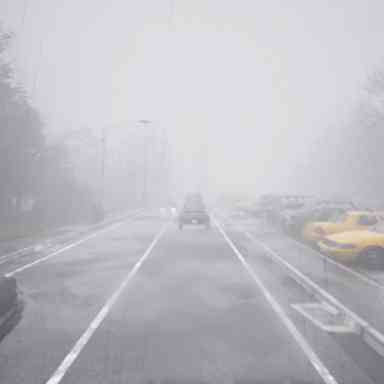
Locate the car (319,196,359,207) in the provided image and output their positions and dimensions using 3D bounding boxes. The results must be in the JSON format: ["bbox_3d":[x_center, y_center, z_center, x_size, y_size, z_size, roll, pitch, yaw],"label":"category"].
[{"bbox_3d":[20.252,1.361,46.044,4.674,1.452,2.002,0,0,0],"label":"car"}]

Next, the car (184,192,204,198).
[{"bbox_3d":[0.205,1.062,38.937,2.150,2.045,5.566,0,0,0],"label":"car"}]

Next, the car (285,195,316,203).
[{"bbox_3d":[20.370,1.312,62.646,5.008,1.535,2.097,0,-1,0],"label":"car"}]

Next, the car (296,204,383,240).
[{"bbox_3d":[7.140,1.414,12.945,5.366,1.575,1.946,0,0,0],"label":"car"}]

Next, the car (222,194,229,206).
[{"bbox_3d":[6.972,1.328,43.477,5.366,1.575,1.946,0,0,0],"label":"car"}]

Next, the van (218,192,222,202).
[{"bbox_3d":[7.133,1.075,57.357,4.442,1.987,1.878,0,0,0],"label":"van"}]

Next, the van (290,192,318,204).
[{"bbox_3d":[20.231,1.065,60.029,4.442,1.987,1.878,0,0,0],"label":"van"}]

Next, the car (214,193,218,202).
[{"bbox_3d":[7.296,1.044,60.132,5.566,2.045,2.435,0,0,0],"label":"car"}]

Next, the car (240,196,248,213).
[{"bbox_3d":[7.036,1.390,29.595,4.792,1.488,2.163,0,0,0],"label":"car"}]

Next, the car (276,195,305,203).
[{"bbox_3d":[20.217,1.387,68.185,5.366,1.575,1.946,0,-1,0],"label":"car"}]

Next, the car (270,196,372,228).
[{"bbox_3d":[7.022,1.261,18.493,4.553,1.767,2.185,0,0,0],"label":"car"}]

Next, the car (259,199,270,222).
[{"bbox_3d":[7.039,1.408,21.266,4.792,1.488,2.163,0,0,0],"label":"car"}]

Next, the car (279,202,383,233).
[{"bbox_3d":[6.967,1.400,15.714,4.892,1.521,2.231,0,0,0],"label":"car"}]

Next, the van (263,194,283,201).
[{"bbox_3d":[20.629,1.396,84.807,4.442,1.987,1.878,0,-1,0],"label":"van"}]

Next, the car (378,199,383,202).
[{"bbox_3d":[20.116,1.105,29.423,5.566,2.045,2.435,0,0,0],"label":"car"}]

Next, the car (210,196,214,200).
[{"bbox_3d":[7.384,1.512,76.768,5.008,1.535,2.097,0,-1,0],"label":"car"}]

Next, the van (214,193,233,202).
[{"bbox_3d":[7.514,1.325,79.547,4.442,1.987,1.878,0,-1,0],"label":"van"}]

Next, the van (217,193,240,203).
[{"bbox_3d":[7.188,1.132,65.669,4.442,1.987,1.878,0,-1,0],"label":"van"}]

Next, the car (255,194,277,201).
[{"bbox_3d":[20.595,1.494,93.114,5.566,2.045,2.435,0,-1,0],"label":"car"}]

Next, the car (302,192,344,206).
[{"bbox_3d":[20.264,1.057,51.709,5.566,2.045,2.435,0,0,0],"label":"car"}]

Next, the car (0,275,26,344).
[{"bbox_3d":[-3.349,1.532,2.518,2.033,1.411,5.357,0,0,0],"label":"car"}]

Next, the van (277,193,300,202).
[{"bbox_3d":[20.537,1.202,70.957,4.442,1.987,1.878,0,-1,0],"label":"van"}]

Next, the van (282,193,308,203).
[{"bbox_3d":[20.266,1.125,65.420,4.442,1.987,1.878,0,-1,0],"label":"van"}]

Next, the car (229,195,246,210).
[{"bbox_3d":[6.916,1.346,35.149,5.366,1.575,1.946,0,0,0],"label":"car"}]

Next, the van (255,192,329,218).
[{"bbox_3d":[7.145,1.146,24.042,4.442,1.987,1.878,0,0,0],"label":"van"}]

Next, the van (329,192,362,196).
[{"bbox_3d":[20.353,1.100,43.399,4.442,1.987,1.878,0,0,0],"label":"van"}]

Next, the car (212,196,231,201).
[{"bbox_3d":[7.463,1.658,85.095,4.792,1.488,2.163,0,-1,0],"label":"car"}]

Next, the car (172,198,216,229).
[{"bbox_3d":[0.132,1.392,20.609,2.128,1.511,4.902,0,0,0],"label":"car"}]

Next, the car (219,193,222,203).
[{"bbox_3d":[7.207,1.313,51.804,5.008,1.535,2.097,0,0,0],"label":"car"}]

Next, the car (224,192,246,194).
[{"bbox_3d":[7.144,1.199,46.252,4.553,1.767,2.185,0,0,0],"label":"car"}]

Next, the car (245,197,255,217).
[{"bbox_3d":[7.017,1.396,26.819,4.792,1.488,2.163,0,0,0],"label":"car"}]

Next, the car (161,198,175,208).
[{"bbox_3d":[-3.202,1.431,45.677,1.895,1.301,4.718,0,0,0],"label":"car"}]

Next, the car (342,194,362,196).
[{"bbox_3d":[20.194,1.338,37.735,5.008,1.535,2.097,0,0,0],"label":"car"}]

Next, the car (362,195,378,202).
[{"bbox_3d":[20.134,1.099,32.193,5.566,2.045,2.435,0,0,0],"label":"car"}]

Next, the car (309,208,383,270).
[{"bbox_3d":[6.751,1.437,10.295,5.366,1.575,1.946,0,1,0],"label":"car"}]

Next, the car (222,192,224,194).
[{"bbox_3d":[7.163,1.193,49.028,4.553,1.767,2.185,0,0,0],"label":"car"}]

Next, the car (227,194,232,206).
[{"bbox_3d":[7.132,1.338,40.700,4.892,1.521,2.231,0,0,0],"label":"car"}]

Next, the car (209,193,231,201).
[{"bbox_3d":[7.424,1.416,87.875,5.566,2.045,2.435,0,-1,0],"label":"car"}]

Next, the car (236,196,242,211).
[{"bbox_3d":[7.054,1.384,32.372,4.792,1.488,2.163,0,0,0],"label":"car"}]

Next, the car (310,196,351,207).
[{"bbox_3d":[20.267,1.315,48.815,5.008,1.535,2.097,0,0,0],"label":"car"}]

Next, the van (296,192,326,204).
[{"bbox_3d":[20.444,1.071,57.124,4.442,1.987,1.878,0,0,0],"label":"van"}]

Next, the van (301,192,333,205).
[{"bbox_3d":[20.427,1.077,54.479,4.442,1.987,1.878,0,0,0],"label":"van"}]
